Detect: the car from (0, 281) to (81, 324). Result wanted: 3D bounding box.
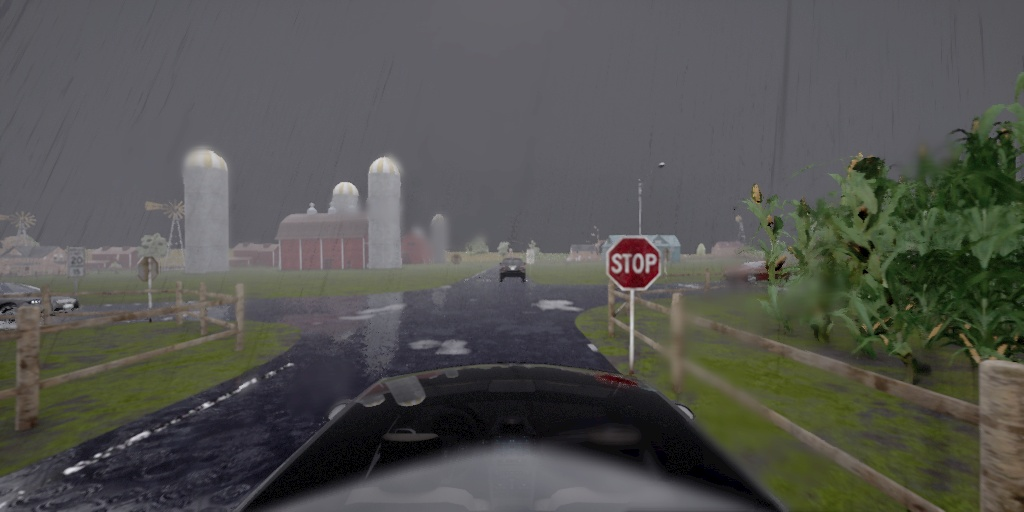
[{"bbox_3d":[-19.712,1.729,13.569,4.902,1.511,2.128,-1,1,-9],"label":"car"}]

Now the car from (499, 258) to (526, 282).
[{"bbox_3d":[0.060,1.174,32.103,2.150,2.045,5.566,0,0,0],"label":"car"}]

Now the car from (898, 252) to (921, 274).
[{"bbox_3d":[32.920,0.410,28.025,5.566,2.045,2.150,-1,1,-15],"label":"car"}]

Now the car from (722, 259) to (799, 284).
[{"bbox_3d":[16.463,0.974,23.797,5.008,1.535,1.882,-2,1,-14],"label":"car"}]
